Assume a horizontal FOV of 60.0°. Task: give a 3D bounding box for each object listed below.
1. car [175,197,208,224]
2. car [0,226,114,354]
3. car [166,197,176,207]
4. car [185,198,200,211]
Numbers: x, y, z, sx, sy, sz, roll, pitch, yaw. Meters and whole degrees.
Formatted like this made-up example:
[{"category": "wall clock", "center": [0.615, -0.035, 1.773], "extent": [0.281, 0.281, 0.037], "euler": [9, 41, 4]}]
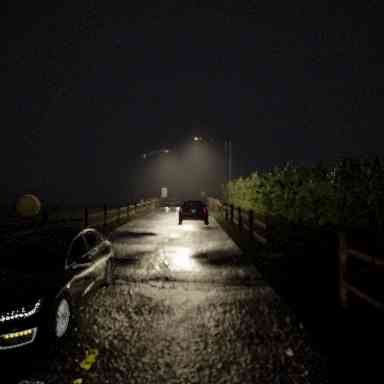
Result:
[{"category": "car", "center": [0.096, 1.343, 24.811], "extent": [2.097, 1.767, 4.553], "euler": [0, 0, 0]}, {"category": "car", "center": [-2.851, 1.502, 6.490], "extent": [1.837, 1.490, 4.892], "euler": [0, 0, 0]}, {"category": "car", "center": [-2.828, 1.466, 50.313], "extent": [1.882, 1.535, 5.008], "euler": [0, 0, 0]}, {"category": "car", "center": [0.096, 1.493, 42.505], "extent": [1.837, 1.490, 4.892], "euler": [0, 0, 0]}]
